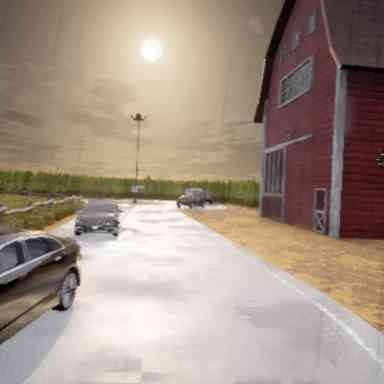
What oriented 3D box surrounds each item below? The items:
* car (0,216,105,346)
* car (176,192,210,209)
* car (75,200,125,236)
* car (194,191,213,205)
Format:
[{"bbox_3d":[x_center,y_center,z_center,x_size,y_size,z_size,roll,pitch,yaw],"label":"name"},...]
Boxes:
[{"bbox_3d":[-3.145,1.312,4.562,2.128,1.511,4.902,3,1,5],"label":"car"},{"bbox_3d":[-0.083,1.116,39.060,1.837,1.490,4.892,3,1,28],"label":"car"},{"bbox_3d":[-4.354,1.159,15.989,1.837,1.490,4.892,2,0,-10],"label":"car"},{"bbox_3d":[1.190,0.782,49.871,2.150,2.045,5.566,3,1,-23],"label":"car"}]
